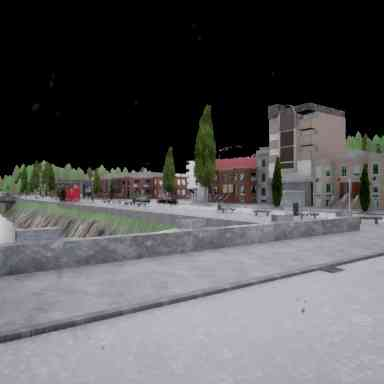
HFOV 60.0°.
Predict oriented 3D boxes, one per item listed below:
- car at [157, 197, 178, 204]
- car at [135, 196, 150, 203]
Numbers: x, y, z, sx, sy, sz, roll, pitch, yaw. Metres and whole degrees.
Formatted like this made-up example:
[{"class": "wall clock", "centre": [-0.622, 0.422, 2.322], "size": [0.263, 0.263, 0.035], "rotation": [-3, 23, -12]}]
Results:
[{"class": "car", "centre": [-4.574, 1.601, 60.735], "size": [1.895, 1.301, 4.718], "rotation": [0, 0, -35]}, {"class": "car", "centre": [-10.377, 1.561, 68.869], "size": [1.994, 1.385, 4.181], "rotation": [0, 0, -35]}]
